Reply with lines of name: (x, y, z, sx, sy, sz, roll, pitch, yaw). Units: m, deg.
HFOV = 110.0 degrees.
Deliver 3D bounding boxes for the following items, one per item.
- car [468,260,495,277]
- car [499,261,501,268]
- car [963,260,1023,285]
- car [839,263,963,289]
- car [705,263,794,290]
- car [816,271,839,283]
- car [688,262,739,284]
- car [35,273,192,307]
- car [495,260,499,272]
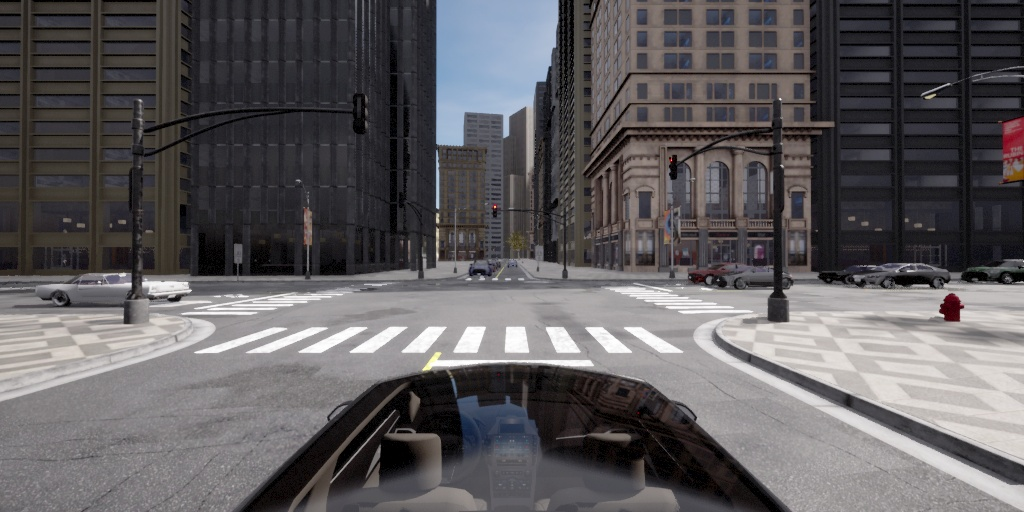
car: (-3.066, 1.139, 35.425, 2.097, 1.767, 4.553, 0, 0, 0)
car: (-3.084, 1.399, 55.394, 1.994, 1.385, 4.181, 0, 0, 0)
car: (34.470, 1.042, 24.967, 4.553, 1.767, 2.097, 0, 0, 0)
car: (23.379, 1.184, 21.710, 4.902, 1.511, 2.128, 0, 0, 0)
car: (14.467, 1.279, 21.696, 4.181, 1.385, 1.994, 0, 0, 0)
car: (24.237, 1.315, 24.965, 4.718, 1.301, 1.895, 0, 0, 0)
car: (14.892, 1.215, 24.952, 5.008, 1.535, 1.882, 0, 0, 0)
car: (-16.383, 1.366, 14.952, 4.718, 1.301, 1.895, 0, 0, 0)
car: (-3.082, 1.375, 45.882, 1.994, 1.385, 4.181, 0, 0, 0)
